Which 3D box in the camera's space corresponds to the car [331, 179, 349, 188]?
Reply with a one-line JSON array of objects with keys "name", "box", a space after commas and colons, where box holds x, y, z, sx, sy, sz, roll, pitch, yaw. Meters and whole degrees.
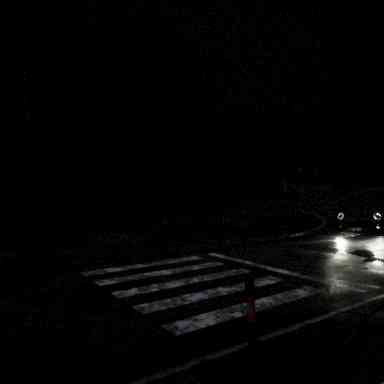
[{"name": "car", "box": [26.914, -1.533, 60.802, 1.882, 1.535, 5.008, -3, 1, 5]}]

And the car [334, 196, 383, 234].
[{"name": "car", "box": [8.985, 1.073, 17.572, 2.097, 1.767, 4.553, -2, 2, 32]}]
